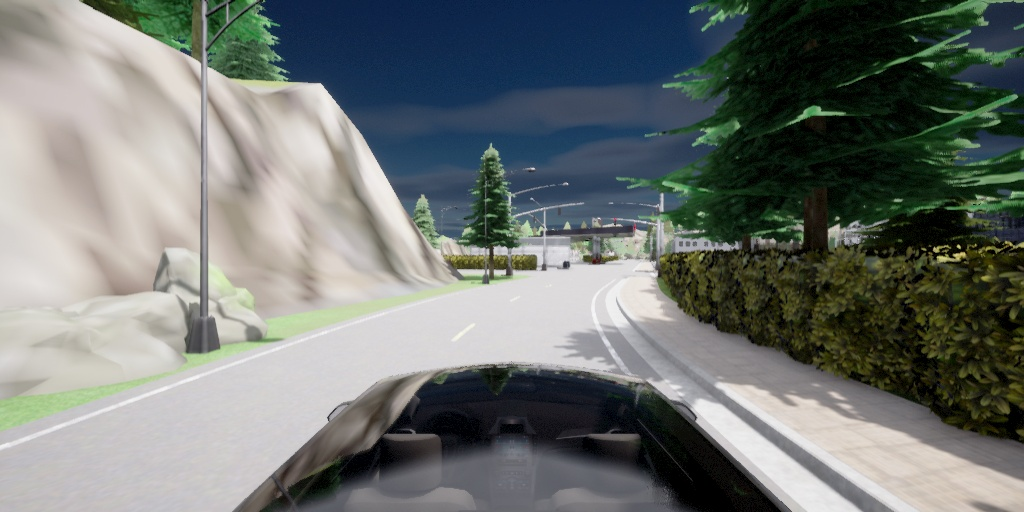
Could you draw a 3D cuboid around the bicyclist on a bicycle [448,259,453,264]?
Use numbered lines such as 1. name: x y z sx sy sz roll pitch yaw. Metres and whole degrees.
1. bicyclist on a bicycle: -8.788 1.186 50.838 0.582 1.620 1.656 0 0 20
